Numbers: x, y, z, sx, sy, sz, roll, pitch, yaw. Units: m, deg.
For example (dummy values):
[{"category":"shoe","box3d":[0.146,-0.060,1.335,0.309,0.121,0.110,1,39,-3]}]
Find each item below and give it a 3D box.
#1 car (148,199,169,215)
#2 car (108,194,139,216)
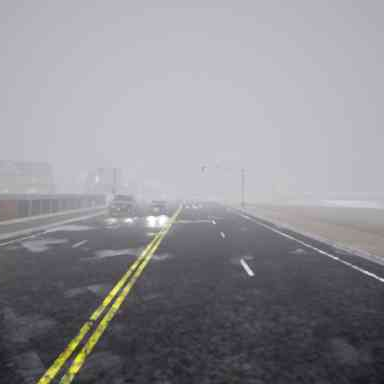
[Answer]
[{"category":"car","box3d":[-3.344,1.506,33.867,2.128,1.511,4.902,0,0,0]},{"category":"car","box3d":[-6.599,1.236,32.633,2.150,2.045,5.566,0,0,0]}]
